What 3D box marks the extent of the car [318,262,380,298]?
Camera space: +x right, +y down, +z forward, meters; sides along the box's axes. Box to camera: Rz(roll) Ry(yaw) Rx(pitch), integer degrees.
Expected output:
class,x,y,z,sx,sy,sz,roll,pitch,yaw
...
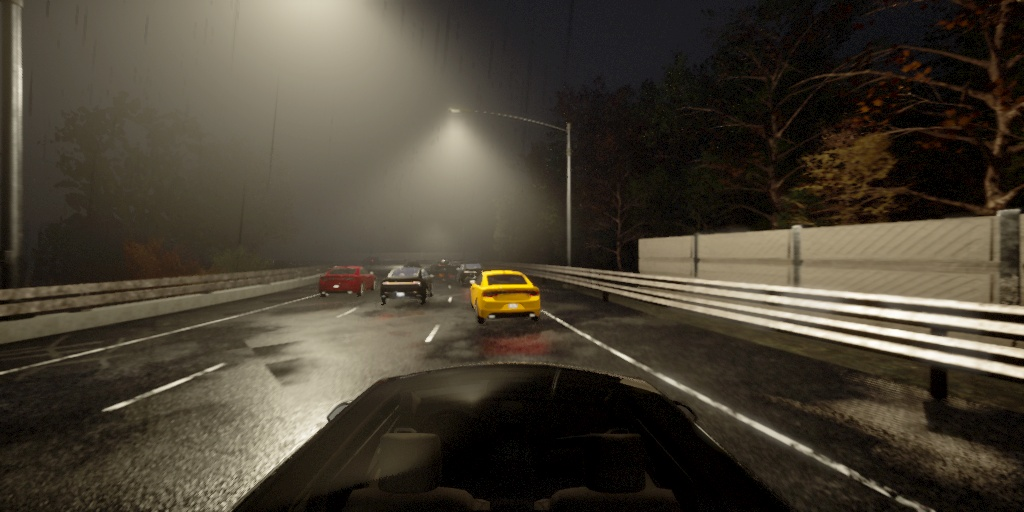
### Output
class,x,y,z,sx,sy,sz,roll,pitch,yaw
car,-8.654,1.283,19.223,1.882,1.535,5.008,0,0,-10

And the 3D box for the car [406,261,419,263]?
class,x,y,z,sx,sy,sz,roll,pitch,yaw
car,-12.281,1.358,43.886,1.837,1.490,4.892,0,0,-23

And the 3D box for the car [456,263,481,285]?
class,x,y,z,sx,sy,sz,roll,pitch,yaw
car,-3.012,1.287,26.519,2.128,1.511,4.902,0,0,-13

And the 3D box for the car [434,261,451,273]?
class,x,y,z,sx,sy,sz,roll,pitch,yaw
car,-8.836,1.333,44.463,2.128,1.511,4.902,0,0,-23

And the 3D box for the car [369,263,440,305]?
class,x,y,z,sx,sy,sz,roll,pitch,yaw
car,-4.654,1.279,16.325,2.128,1.511,4.902,0,0,-8

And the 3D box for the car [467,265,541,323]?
class,x,y,z,sx,sy,sz,roll,pitch,yaw
car,-0.385,1.244,12.419,1.882,1.535,5.008,0,0,-10
